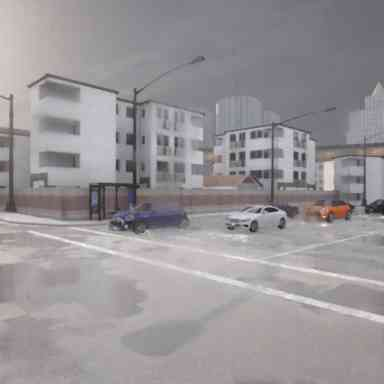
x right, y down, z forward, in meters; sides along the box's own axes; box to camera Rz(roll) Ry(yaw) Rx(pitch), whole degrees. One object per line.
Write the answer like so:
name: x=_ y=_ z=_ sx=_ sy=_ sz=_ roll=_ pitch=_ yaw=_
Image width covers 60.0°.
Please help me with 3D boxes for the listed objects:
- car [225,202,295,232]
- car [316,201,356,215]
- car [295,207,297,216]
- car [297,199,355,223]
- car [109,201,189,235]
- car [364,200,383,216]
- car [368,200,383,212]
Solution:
car: x=3.997 y=1.520 z=20.081 sx=4.674 sy=1.442 sz=1.812 roll=0 pitch=0 yaw=-43
car: x=15.161 y=1.630 z=34.855 sx=4.718 sy=1.301 sz=1.895 roll=0 pitch=0 yaw=-40
car: x=6.769 y=1.551 z=27.397 sx=5.357 sy=1.411 sz=2.033 roll=0 pitch=0 yaw=-42
car: x=10.601 y=1.366 z=26.119 sx=4.553 sy=1.767 sz=2.097 roll=0 pitch=0 yaw=-42
car: x=-2.372 y=1.327 z=18.911 sx=4.553 sy=1.767 sz=2.097 roll=0 pitch=0 yaw=-43
car: x=19.374 y=1.518 z=33.771 sx=5.008 sy=1.535 sz=1.882 roll=0 pitch=0 yaw=-38
car: x=24.104 y=1.656 z=40.842 sx=4.718 sy=1.301 sz=1.895 roll=0 pitch=0 yaw=-25
